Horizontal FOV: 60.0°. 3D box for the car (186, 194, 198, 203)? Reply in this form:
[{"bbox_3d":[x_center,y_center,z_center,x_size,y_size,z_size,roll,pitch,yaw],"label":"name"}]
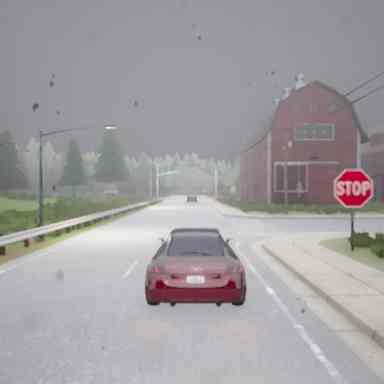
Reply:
[{"bbox_3d":[-0.003,1.182,60.963,1.882,1.535,5.008,0,0,0],"label":"car"}]

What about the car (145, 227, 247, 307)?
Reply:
[{"bbox_3d":[0.077,1.525,7.959,1.994,1.385,4.181,0,0,0],"label":"car"}]
